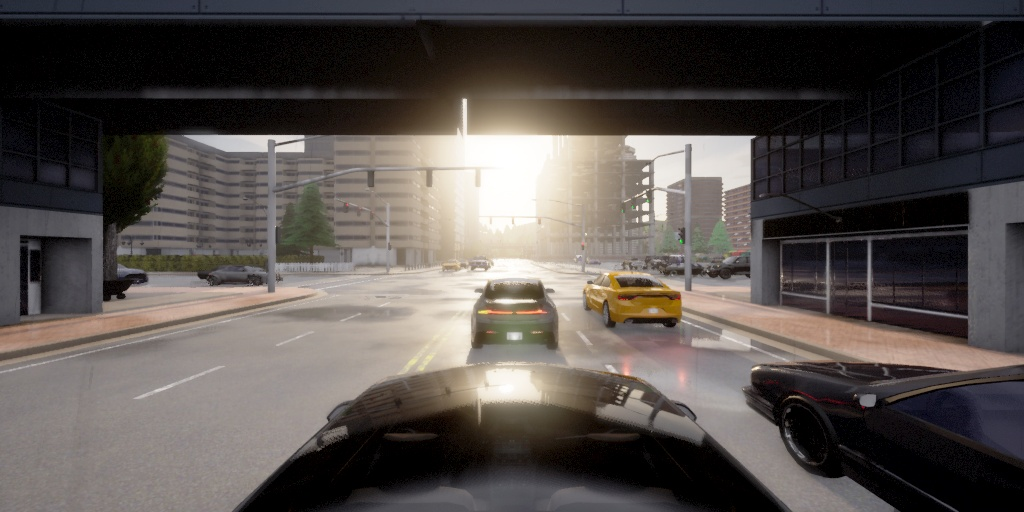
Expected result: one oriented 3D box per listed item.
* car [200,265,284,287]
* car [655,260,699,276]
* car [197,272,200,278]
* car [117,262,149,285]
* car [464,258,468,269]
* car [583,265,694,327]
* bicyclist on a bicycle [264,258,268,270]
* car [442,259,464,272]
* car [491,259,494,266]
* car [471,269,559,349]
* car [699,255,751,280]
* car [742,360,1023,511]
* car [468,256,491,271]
[{"bbox_3d":[-17.763,1.314,23.973,4.181,1.385,1.994,0,0,-1],"label":"car"},{"bbox_3d":[16.892,1.351,34.914,4.718,1.301,1.895,0,0,0],"label":"car"},{"bbox_3d":[-21.004,1.351,27.449,4.718,1.301,1.895,0,0,0],"label":"car"},{"bbox_3d":[-27.229,1.101,23.922,4.553,1.767,2.097,0,0,0],"label":"car"},{"bbox_3d":[-8.041,1.228,57.249,1.882,1.535,5.008,0,0,0],"label":"car"},{"bbox_3d":[3.578,1.228,11.513,1.882,1.535,5.008,0,0,0],"label":"car"},{"bbox_3d":[-25.995,1.051,38.409,0.582,1.620,1.656,0,0,0],"label":"bicyclist on a bicycle"},{"bbox_3d":[-7.990,1.228,47.676,1.882,1.535,5.008,0,0,0],"label":"car"},{"bbox_3d":[-4.550,1.241,60.299,2.128,1.511,4.902,0,0,0],"label":"car"},{"bbox_3d":[0.066,1.255,9.143,1.837,1.490,4.892,0,0,0],"label":"car"},{"bbox_3d":[19.904,0.971,31.375,5.566,2.045,2.150,0,0,1],"label":"car"},{"bbox_3d":[3.600,1.297,1.687,2.033,1.411,5.357,0,0,0],"label":"car"},{"bbox_3d":[-4.506,0.971,50.558,2.150,2.045,5.566,0,0,0],"label":"car"}]
